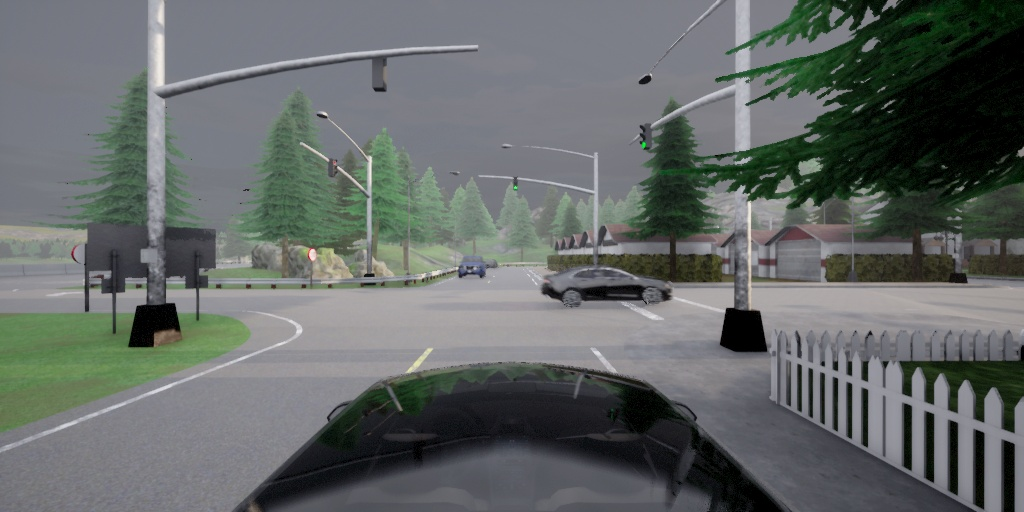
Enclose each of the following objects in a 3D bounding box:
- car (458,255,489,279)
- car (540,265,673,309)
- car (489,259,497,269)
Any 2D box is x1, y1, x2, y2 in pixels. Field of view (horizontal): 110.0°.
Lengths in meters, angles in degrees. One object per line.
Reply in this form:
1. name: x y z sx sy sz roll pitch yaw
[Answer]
1. car: -3.616 0.967 33.124 2.150 2.045 5.566 0 0 -1
2. car: 3.514 1.106 13.690 4.902 1.511 2.128 -1 0 -1
3. car: -3.428 1.244 54.567 1.837 1.490 4.892 -1 0 6
